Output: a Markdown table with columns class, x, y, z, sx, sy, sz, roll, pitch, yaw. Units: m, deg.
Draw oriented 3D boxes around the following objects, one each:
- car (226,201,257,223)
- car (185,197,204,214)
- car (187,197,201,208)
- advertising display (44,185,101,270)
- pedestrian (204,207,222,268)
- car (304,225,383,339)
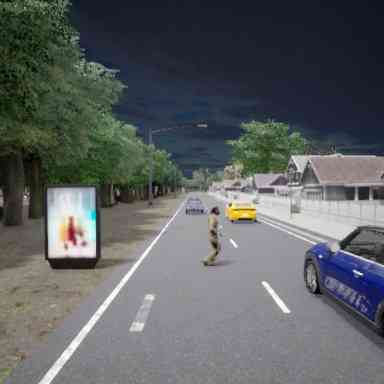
| class | x | y | z | sx | sy | sz | roll | pitch | yaw |
| --- | --- | --- | --- | --- | --- | --- | --- | --- | --- |
| car | 3.718 | 1.445 | 25.595 | 1.882 | 1.535 | 5.008 | 0 | 0 | 0 |
| car | 0.258 | 1.479 | 34.982 | 2.033 | 1.411 | 5.357 | 0 | 0 | 0 |
| car | 0.288 | 1.426 | 47.170 | 1.994 | 1.385 | 4.181 | 0 | 0 | 1 |
| advertising display | -3.466 | 1.020 | 9.698 | 1.540 | 2.440 | 0.280 | -1 | 1 | 0 |
| pedestrian | 0.660 | 1.290 | 9.843 | 0.375 | 1.860 | 0.375 | 1 | 1 | 10 |
| car | 3.631 | 1.350 | 5.829 | 2.097 | 1.767 | 4.553 | 0 | 0 | 0 |
